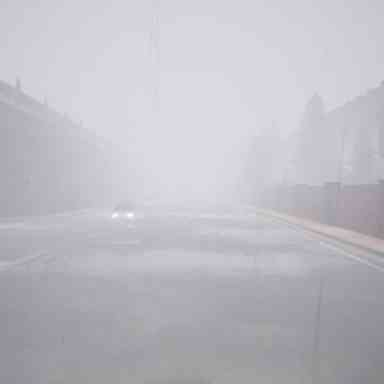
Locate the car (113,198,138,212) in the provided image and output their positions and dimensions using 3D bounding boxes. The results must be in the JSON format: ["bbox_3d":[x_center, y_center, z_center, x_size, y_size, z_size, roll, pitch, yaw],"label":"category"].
[{"bbox_3d":[-6.965,1.315,35.037,1.895,1.301,4.718,0,0,-1],"label":"car"}]

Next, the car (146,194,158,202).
[{"bbox_3d":[-7.420,1.026,61.162,1.812,1.442,4.674,0,1,-1],"label":"car"}]
